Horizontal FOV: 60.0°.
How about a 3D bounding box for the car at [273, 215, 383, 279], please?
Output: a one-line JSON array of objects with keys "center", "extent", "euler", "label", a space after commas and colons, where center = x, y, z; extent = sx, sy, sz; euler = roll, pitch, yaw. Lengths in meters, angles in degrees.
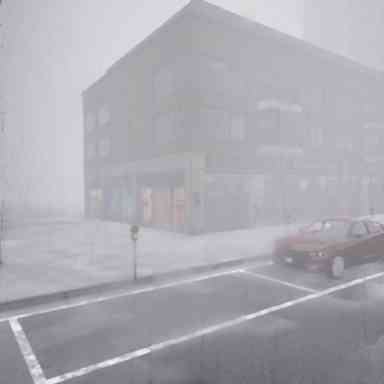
[{"center": [4.216, 1.392, 9.507], "extent": [4.507, 1.381, 1.887], "euler": [-1, 1, -35], "label": "car"}]
